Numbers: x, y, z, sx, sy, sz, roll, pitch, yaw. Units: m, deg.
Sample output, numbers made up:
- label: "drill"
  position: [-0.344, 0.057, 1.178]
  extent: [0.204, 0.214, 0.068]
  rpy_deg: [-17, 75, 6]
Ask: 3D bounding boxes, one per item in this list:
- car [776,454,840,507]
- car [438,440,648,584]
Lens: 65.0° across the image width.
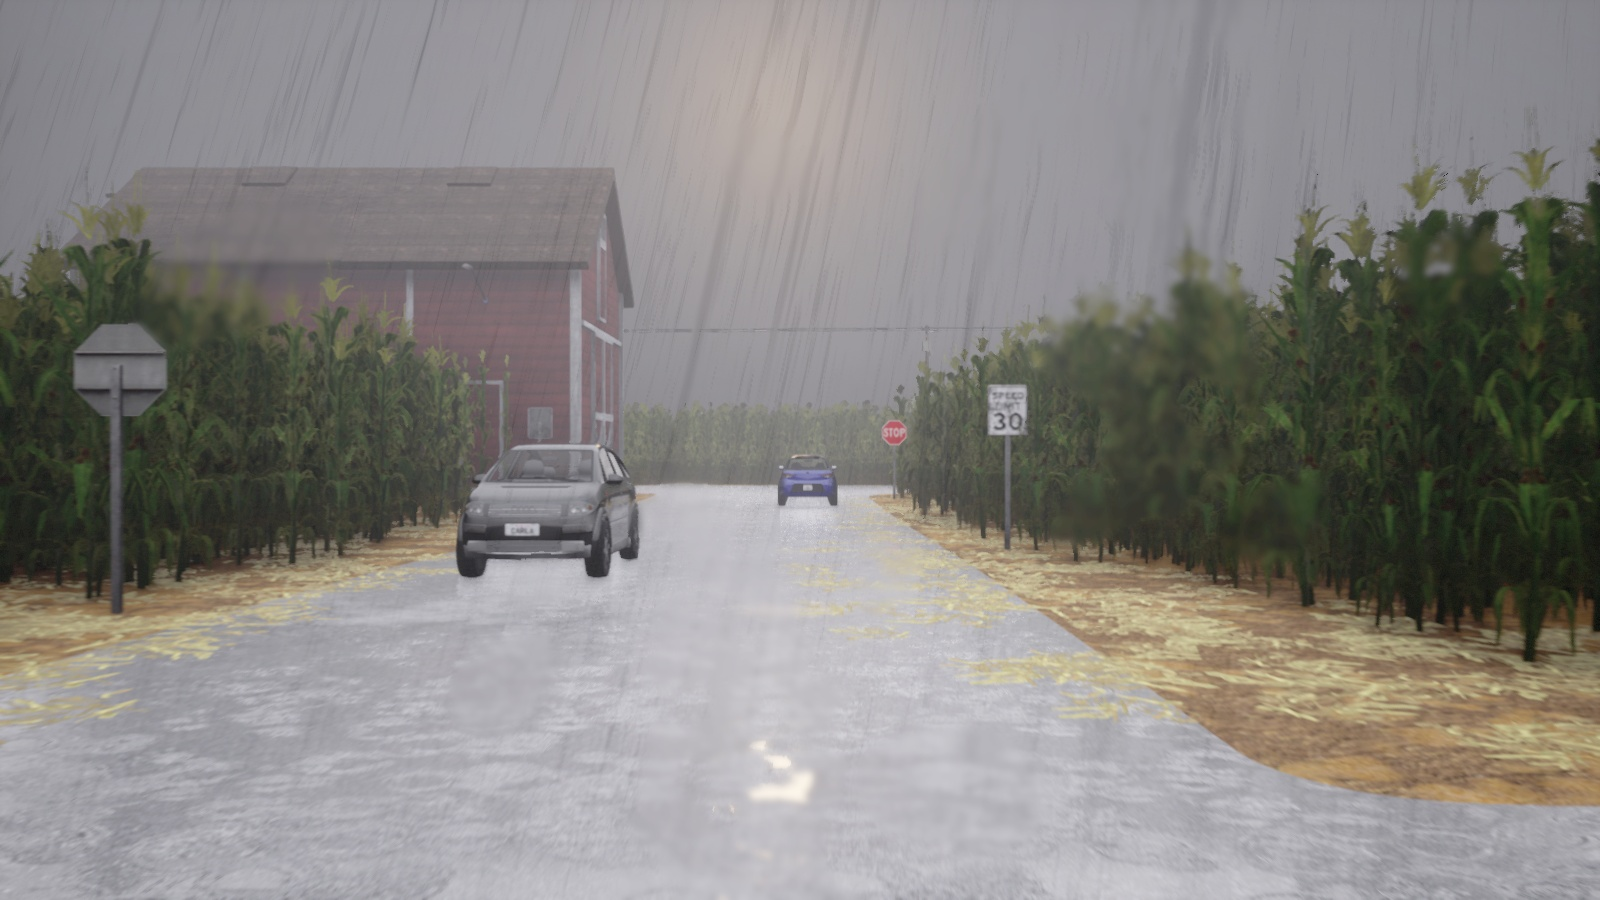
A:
- label: "car"
  position: [0.233, 0.864, 37.465]
  extent: [1.816, 1.474, 4.193]
  rpy_deg: [0, 0, 0]
- label: "car"
  position: [-2.994, 0.683, 15.407]
  extent: [1.789, 1.549, 3.705]
  rpy_deg: [0, 0, 0]
